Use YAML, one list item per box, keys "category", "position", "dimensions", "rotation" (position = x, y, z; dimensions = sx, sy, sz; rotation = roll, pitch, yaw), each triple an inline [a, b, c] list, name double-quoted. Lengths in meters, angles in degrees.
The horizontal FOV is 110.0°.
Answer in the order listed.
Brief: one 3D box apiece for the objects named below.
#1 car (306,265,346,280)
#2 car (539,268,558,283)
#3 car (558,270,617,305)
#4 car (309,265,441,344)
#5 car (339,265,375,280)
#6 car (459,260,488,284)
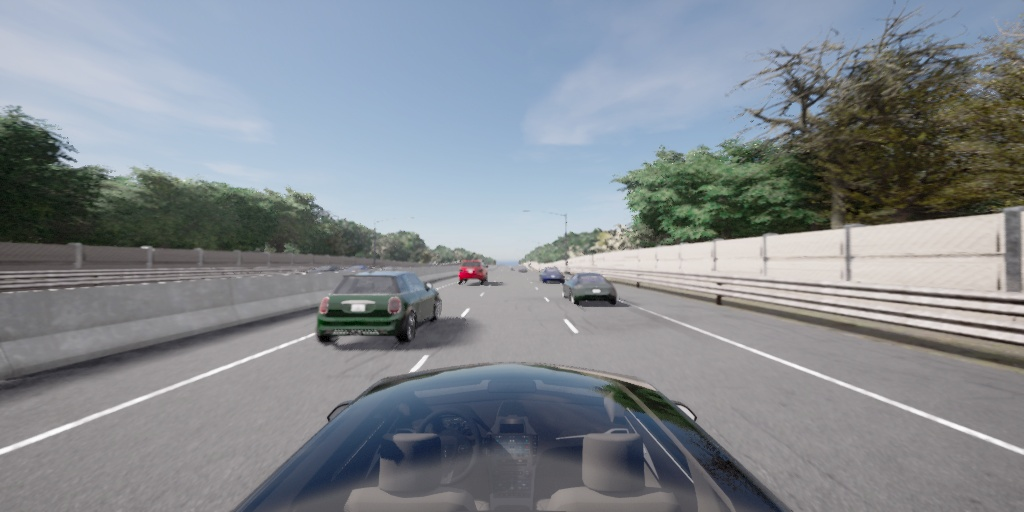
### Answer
- category: "car"
  position: [-21.068, 1.838, 40.837]
  dimensions: [1.882, 1.535, 5.008]
  rotation: [0, -1, 0]
- category: "car"
  position: [3.614, 1.779, 33.440]
  dimensions: [1.994, 1.385, 4.181]
  rotation: [0, -1, 0]
- category: "car"
  position: [3.606, 1.495, 17.281]
  dimensions: [1.994, 1.385, 4.181]
  rotation: [0, -1, 0]
- category: "car"
  position: [-3.397, 1.187, 10.053]
  dimensions: [2.097, 1.767, 4.553]
  rotation: [0, -1, 0]
- category: "car"
  position: [-17.570, 1.840, 40.944]
  dimensions: [1.882, 1.535, 5.008]
  rotation: [0, -1, 0]
- category: "car"
  position: [-3.386, 1.407, 31.941]
  dimensions: [2.150, 2.045, 5.566]
  rotation: [0, -1, 0]
